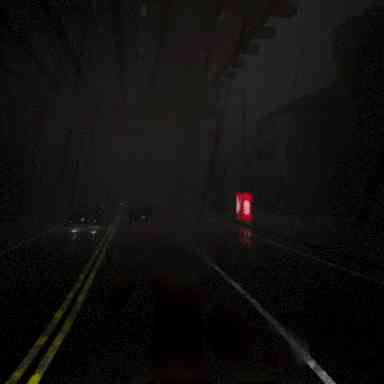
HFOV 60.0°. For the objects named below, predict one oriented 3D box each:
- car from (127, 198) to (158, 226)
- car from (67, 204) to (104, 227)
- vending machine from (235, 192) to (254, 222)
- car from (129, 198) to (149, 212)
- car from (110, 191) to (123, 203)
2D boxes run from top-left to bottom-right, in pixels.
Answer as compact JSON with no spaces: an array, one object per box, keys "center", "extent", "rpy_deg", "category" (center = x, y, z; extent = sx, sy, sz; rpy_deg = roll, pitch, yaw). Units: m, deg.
[{"center":[-3.416,1.382,22.951],"extent":[1.882,1.535,5.008],"rpy_deg":[0,0,-10],"category":"car"},{"center":[-7.078,1.494,22.486],"extent":[1.994,1.385,4.181],"rpy_deg":[0,0,-10],"category":"car"},{"center":[3.792,1.049,24.158],"extent":[1.100,2.100,0.880],"rpy_deg":[0,1,-10],"category":"vending machine"},{"center":[-6.019,1.397,37.670],"extent":[2.033,1.411,5.357],"rpy_deg":[0,0,-10],"category":"car"},{"center":[-14.252,0.891,63.305],"extent":[2.150,2.045,5.566],"rpy_deg":[0,1,-10],"category":"car"}]
